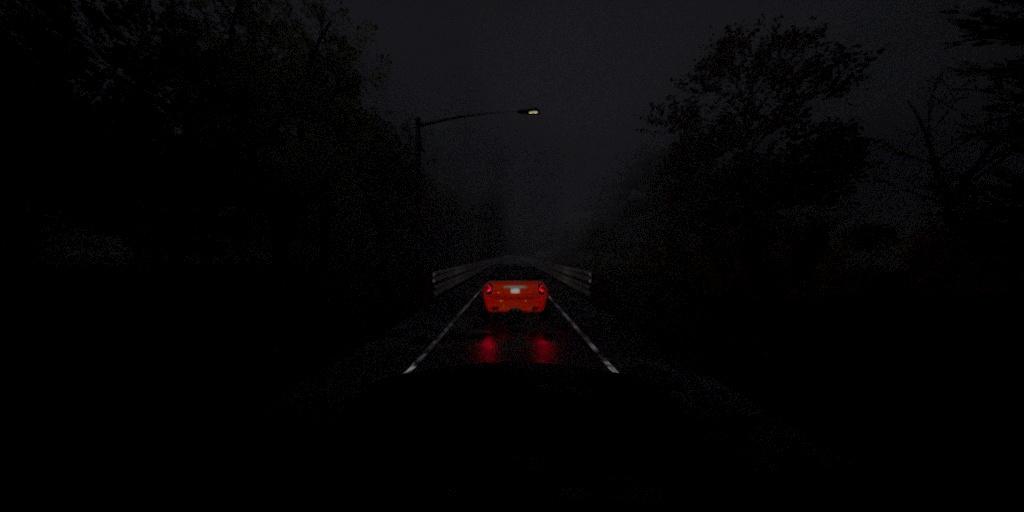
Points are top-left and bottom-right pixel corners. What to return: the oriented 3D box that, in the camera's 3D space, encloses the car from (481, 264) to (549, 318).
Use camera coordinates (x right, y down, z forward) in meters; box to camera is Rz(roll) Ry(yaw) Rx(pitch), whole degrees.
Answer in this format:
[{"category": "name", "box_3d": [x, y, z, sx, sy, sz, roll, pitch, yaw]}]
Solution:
[{"category": "car", "box_3d": [0.100, 1.044, 12.786, 2.097, 1.767, 4.553, 0, 0, 0]}]
